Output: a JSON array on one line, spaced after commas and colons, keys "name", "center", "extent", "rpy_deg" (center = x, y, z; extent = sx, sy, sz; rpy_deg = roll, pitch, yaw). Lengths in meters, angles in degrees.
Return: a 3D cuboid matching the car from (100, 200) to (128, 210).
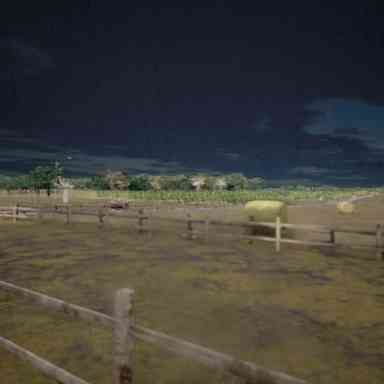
[{"name": "car", "center": [-12.733, 2.132, 54.479], "extent": [1.882, 1.535, 5.008], "rpy_deg": [1, -1, 35]}]
